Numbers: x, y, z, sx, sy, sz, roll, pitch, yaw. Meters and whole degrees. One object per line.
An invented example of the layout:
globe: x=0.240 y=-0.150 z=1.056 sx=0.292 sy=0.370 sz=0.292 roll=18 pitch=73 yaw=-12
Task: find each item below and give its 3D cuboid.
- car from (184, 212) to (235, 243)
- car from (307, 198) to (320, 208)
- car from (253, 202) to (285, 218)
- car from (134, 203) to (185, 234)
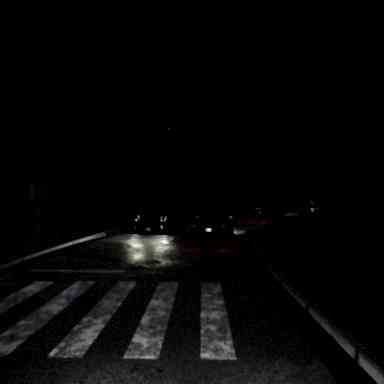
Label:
car: x=1.086 y=1.681 z=16.856 sx=1.994 sy=1.385 sz=4.181 roll=0 pitch=0 yaw=9
car: x=20.908 y=1.838 z=57.647 sx=2.097 sy=1.767 sz=4.553 roll=0 pitch=-1 yaw=0
car: x=7.638 y=1.718 z=32.661 sx=2.128 sy=1.511 sz=4.902 roll=-1 pitch=-1 yaw=35
car: x=-1.845 y=1.508 z=20.615 sx=2.097 sy=1.767 sz=4.553 roll=0 pitch=-1 yaw=16
